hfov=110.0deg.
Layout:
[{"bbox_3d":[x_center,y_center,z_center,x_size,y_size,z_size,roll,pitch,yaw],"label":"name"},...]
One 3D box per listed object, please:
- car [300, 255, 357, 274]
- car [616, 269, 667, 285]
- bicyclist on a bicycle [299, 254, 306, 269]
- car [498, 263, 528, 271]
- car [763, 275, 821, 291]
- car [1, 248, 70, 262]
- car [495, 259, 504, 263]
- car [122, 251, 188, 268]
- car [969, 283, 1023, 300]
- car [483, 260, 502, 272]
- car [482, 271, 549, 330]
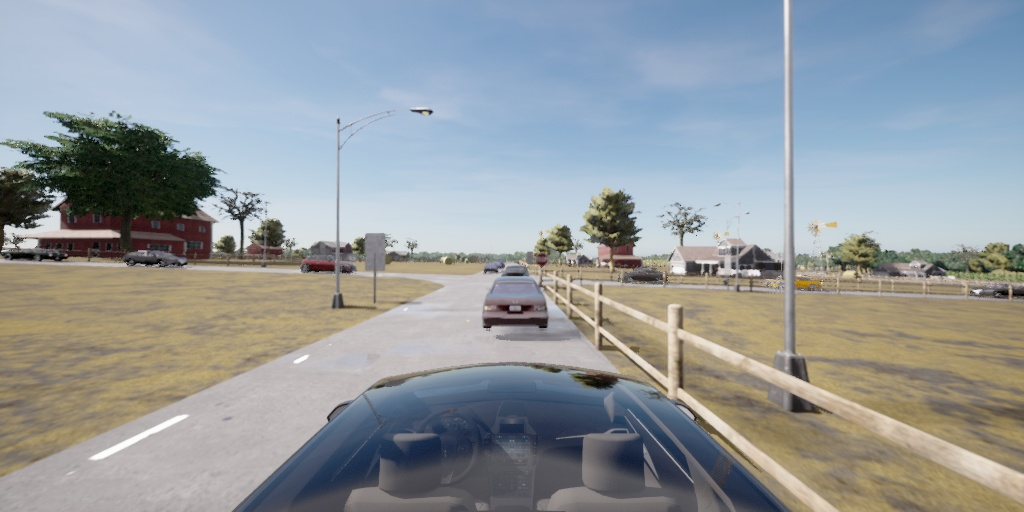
[{"bbox_3d":[-16.714,0.722,32.900,4.553,1.767,2.097,2,0,0],"label":"car"},{"bbox_3d":[12.897,2.041,35.844,4.892,1.490,1.837,2,-1,-1],"label":"car"},{"bbox_3d":[-22.622,0.657,38.879,0.582,1.620,1.656,2,-1,0],"label":"bicyclist on a bicycle"},{"bbox_3d":[0.344,1.408,24.635,1.837,1.490,4.892,0,-1,4],"label":"car"},{"bbox_3d":[27.932,2.618,35.895,5.008,1.535,1.882,2,0,0],"label":"car"},{"bbox_3d":[-47.524,-0.124,35.767,4.718,1.301,1.895,2,0,0],"label":"car"},{"bbox_3d":[-2.808,1.725,63.590,1.812,1.442,4.674,0,-1,0],"label":"car"},{"bbox_3d":[-32.640,0.273,32.886,4.902,1.511,2.128,2,0,0],"label":"car"},{"bbox_3d":[48.866,3.514,35.824,4.902,1.511,2.128,3,0,0],"label":"car"},{"bbox_3d":[-2.848,1.637,49.470,2.033,1.411,5.357,0,0,0],"label":"car"},{"bbox_3d":[0.091,1.355,11.371,2.033,1.411,5.357,0,0,0],"label":"car"}]
